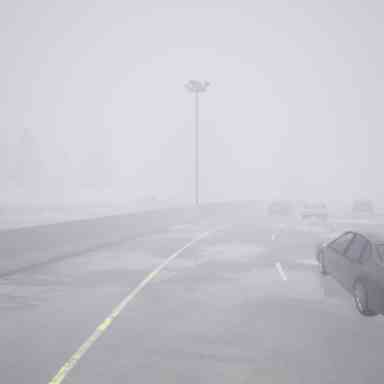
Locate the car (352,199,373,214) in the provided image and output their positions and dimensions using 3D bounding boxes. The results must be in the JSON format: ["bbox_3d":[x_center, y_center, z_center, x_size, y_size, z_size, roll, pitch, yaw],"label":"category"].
[{"bbox_3d":[18.567,1.478,36.204,1.882,1.535,5.008,0,0,27],"label":"car"}]

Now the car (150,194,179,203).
[{"bbox_3d":[-3.484,1.139,47.172,1.812,1.442,4.674,0,0,28],"label":"car"}]

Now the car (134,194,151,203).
[{"bbox_3d":[-6.585,1.115,48.796,1.837,1.490,4.892,0,0,28],"label":"car"}]

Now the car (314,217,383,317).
[{"bbox_3d":[4.153,1.548,7.288,2.033,1.411,5.357,0,0,8],"label":"car"}]

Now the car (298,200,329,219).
[{"bbox_3d":[10.477,1.601,28.039,1.895,1.301,4.718,0,0,25],"label":"car"}]

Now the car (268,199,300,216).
[{"bbox_3d":[8.791,1.491,32.463,2.128,1.511,4.902,0,0,26],"label":"car"}]

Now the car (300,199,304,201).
[{"bbox_3d":[13.194,1.547,41.174,2.033,1.411,5.357,0,0,28],"label":"car"}]
